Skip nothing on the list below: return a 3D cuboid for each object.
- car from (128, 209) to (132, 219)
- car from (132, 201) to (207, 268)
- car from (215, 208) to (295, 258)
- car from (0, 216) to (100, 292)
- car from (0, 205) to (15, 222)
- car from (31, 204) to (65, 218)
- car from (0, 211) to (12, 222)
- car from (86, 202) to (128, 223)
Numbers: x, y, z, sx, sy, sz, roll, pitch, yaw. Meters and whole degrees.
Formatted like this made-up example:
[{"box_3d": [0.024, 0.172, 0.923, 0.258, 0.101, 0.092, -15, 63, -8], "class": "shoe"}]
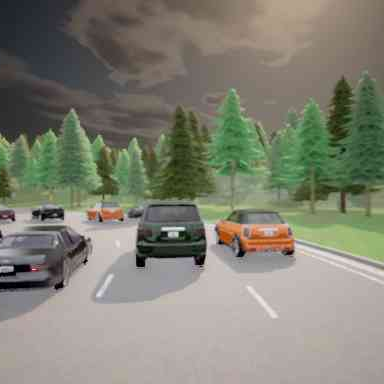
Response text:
[{"box_3d": [-4.396, 1.817, 30.413, 1.812, 1.442, 4.674, 0, -1, -32], "class": "car"}, {"box_3d": [-0.884, 1.330, 11.962, 2.150, 2.045, 5.566, 0, -1, -8], "class": "car"}, {"box_3d": [2.333, 1.465, 13.572, 2.097, 1.767, 4.553, 0, -1, -8], "class": "car"}, {"box_3d": [-4.125, 1.649, 9.324, 2.033, 1.411, 5.357, 0, 0, -7], "class": "car"}, {"box_3d": [-16.926, 1.857, 29.172, 1.812, 1.442, 4.674, 1, -1, -41], "class": "car"}, {"box_3d": [-13.090, 1.801, 30.045, 1.882, 1.535, 5.008, 0, -1, -38], "class": "car"}, {"box_3d": [-7.962, 1.609, 10.949, 1.882, 1.535, 5.008, 0, -1, -9], "class": "car"}, {"box_3d": [-7.678, 1.644, 29.006, 2.097, 1.767, 4.553, 0, -1, -33], "class": "car"}]
